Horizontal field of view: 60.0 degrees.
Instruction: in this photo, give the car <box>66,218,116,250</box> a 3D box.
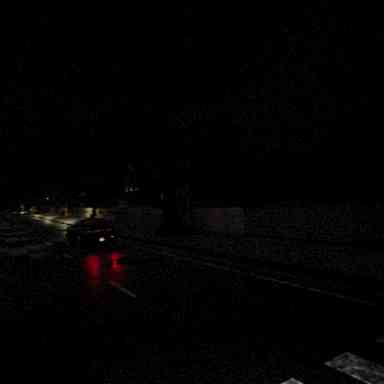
[{"bbox_3d":[-5.694,2.239,18.478,2.128,1.511,4.902,-3,-1,-31],"label":"car"}]
